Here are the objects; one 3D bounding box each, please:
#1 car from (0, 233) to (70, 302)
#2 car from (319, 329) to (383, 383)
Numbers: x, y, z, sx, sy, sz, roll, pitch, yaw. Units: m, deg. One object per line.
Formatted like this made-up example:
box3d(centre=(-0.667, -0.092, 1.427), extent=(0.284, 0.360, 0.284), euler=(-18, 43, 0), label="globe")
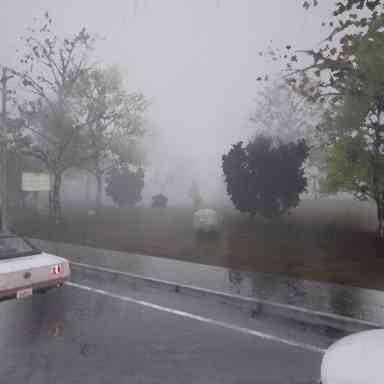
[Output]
box3d(centre=(-4.933, 1.601, 7.513), extent=(4.718, 1.301, 1.895), euler=(0, 0, 36), label="car")
box3d(centre=(3.132, 1.526, 1.773), extent=(4.674, 1.442, 1.812), euler=(0, 0, 35), label="car")
